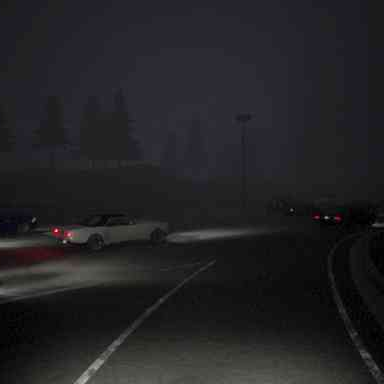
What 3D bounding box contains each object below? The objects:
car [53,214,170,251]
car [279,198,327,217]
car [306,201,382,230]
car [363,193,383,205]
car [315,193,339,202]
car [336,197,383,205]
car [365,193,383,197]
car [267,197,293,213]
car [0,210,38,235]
[{"bbox_3d":[-3.247,1.600,14.252,4.718,1.301,1.895,0,0,-41],"label":"car"},{"bbox_3d":[10.356,1.563,30.922,4.181,1.385,1.994,0,0,-41],"label":"car"},{"bbox_3d":[9.717,1.546,21.021,5.357,1.411,2.033,0,0,-41],"label":"car"},{"bbox_3d":[33.474,1.221,60.727,5.566,2.045,2.150,0,0,-41],"label":"car"},{"bbox_3d":[20.094,1.217,48.846,5.566,2.045,2.150,1,0,-41],"label":"car"},{"bbox_3d":[15.758,1.476,31.018,5.008,1.535,1.882,0,0,-41],"label":"car"},{"bbox_3d":[28.463,1.350,51.562,4.553,1.767,2.097,0,0,-41],"label":"car"},{"bbox_3d":[9.957,1.350,35.236,4.553,1.767,2.097,0,0,-41],"label":"car"},{"bbox_3d":[-10.642,1.477,17.063,5.008,1.535,1.882,0,0,-41],"label":"car"}]
